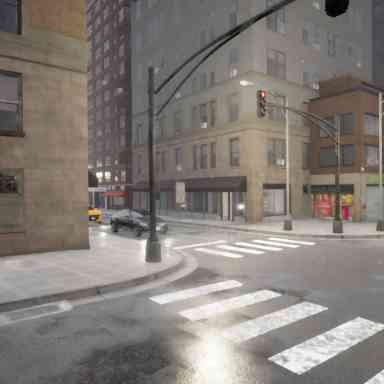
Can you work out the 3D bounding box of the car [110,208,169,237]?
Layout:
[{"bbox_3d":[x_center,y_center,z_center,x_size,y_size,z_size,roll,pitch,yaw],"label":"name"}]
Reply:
[{"bbox_3d":[-3.224,1.695,19.473,1.812,1.442,4.674,-1,0,-38],"label":"car"}]

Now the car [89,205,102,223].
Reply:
[{"bbox_3d":[-8.939,1.732,26.976,1.882,1.535,5.008,-1,0,-37],"label":"car"}]
